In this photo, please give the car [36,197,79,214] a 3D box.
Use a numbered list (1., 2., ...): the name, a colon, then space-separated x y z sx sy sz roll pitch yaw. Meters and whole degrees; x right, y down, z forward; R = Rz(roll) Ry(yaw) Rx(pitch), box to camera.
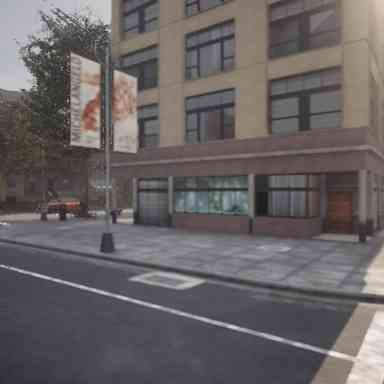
1. car: -14.104 1.365 35.432 2.097 1.767 4.553 0 0 35
